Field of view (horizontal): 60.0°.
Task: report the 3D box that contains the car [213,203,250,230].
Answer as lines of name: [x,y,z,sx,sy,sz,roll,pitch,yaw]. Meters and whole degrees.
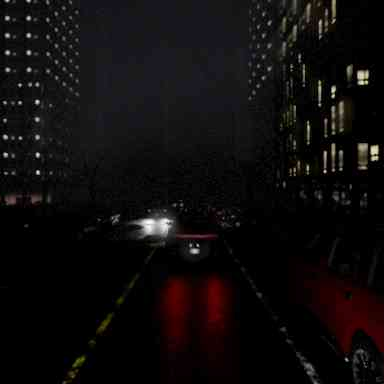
car: [2.678,1.647,21.536,2.008,1.369,4.403,-1,0,0]

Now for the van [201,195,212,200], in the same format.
van: [2.674,1.565,49.663,1.690,1.788,3.998,-1,0,0]

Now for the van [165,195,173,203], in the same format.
van: [-5.706,1.715,83.415,1.690,1.788,3.998,-1,0,0]

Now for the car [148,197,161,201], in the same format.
car: [-5.704,1.638,44.037,1.967,1.590,4.097,-1,0,0]

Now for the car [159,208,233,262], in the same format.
car: [0.087,1.547,12.277,2.128,1.511,4.902,0,0,0]

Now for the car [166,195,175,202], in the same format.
car: [-5.706,1.714,89.041,2.192,1.841,5.009,-1,0,0]

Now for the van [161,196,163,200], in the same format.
van: [-5.707,1.564,49.664,1.690,1.788,3.998,-1,0,0]

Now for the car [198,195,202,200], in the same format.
car: [2.676,1.739,66.539,1.967,1.590,4.097,-1,0,0]

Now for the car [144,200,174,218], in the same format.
car: [-3.097,1.743,31.810,1.895,1.301,4.718,0,0,0]

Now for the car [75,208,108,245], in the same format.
car: [-5.703,1.615,15.912,1.887,1.381,4.507,-1,0,0]

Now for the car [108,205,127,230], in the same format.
car: [-5.702,1.678,21.536,1.802,1.307,4.206,-1,0,0]

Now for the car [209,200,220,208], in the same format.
car: [2.678,1.667,27.161,1.887,1.381,4.507,-1,0,0]

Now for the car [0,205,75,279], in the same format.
car: [-5.708,1.361,10.288,2.192,1.841,5.009,-1,0,0]

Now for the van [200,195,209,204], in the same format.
van: [2.674,1.665,72.164,1.690,1.788,3.998,-1,0,0]

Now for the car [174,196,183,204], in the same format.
car: [-2.998,1.824,73.857,1.837,1.490,4.892,0,0,0]

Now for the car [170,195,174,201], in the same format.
car: [-5.706,1.639,72.165,2.192,1.841,5.009,-1,0,0]

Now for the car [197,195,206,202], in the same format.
car: [2.674,1.739,94.666,2.192,1.841,5.009,-1,0,0]

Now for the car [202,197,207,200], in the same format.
car: [2.678,1.764,44.037,1.947,1.339,4.313,-1,0,0]

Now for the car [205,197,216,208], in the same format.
car: [2.678,1.699,38.582,1.752,1.417,4.829,-1,0,0]

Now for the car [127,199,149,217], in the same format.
car: [-5.703,1.692,32.787,1.887,1.381,4.507,-1,0,0]

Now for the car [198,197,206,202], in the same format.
car: [2.679,1.944,89.039,1.887,1.381,4.507,-1,0,0]

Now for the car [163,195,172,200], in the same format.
car: [-5.702,1.850,66.538,2.008,1.369,4.403,-1,0,0]

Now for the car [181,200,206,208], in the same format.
car: [0.097,1.748,32.896,1.895,1.301,4.718,0,0,0]

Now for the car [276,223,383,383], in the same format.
car: [2.672,1.337,4.662,2.192,1.841,5.009,-1,0,0]
